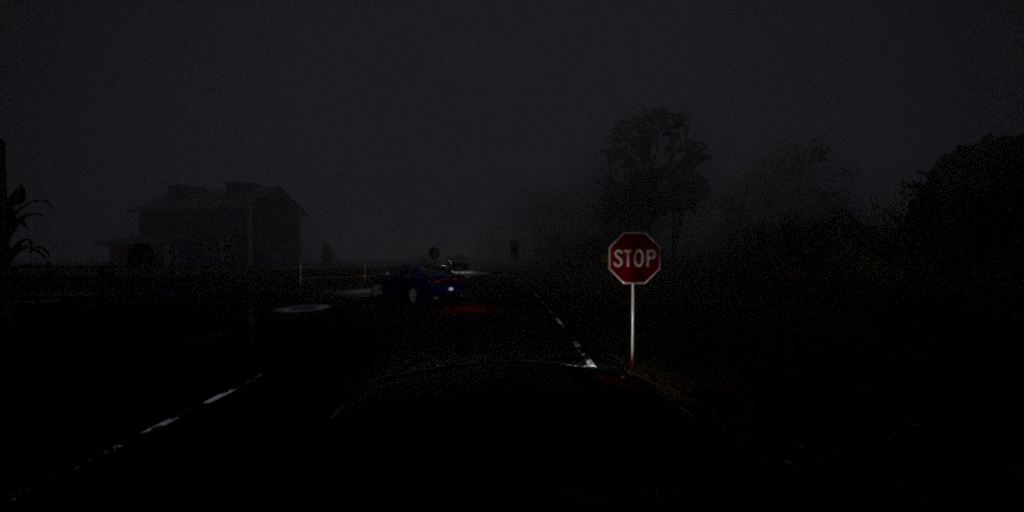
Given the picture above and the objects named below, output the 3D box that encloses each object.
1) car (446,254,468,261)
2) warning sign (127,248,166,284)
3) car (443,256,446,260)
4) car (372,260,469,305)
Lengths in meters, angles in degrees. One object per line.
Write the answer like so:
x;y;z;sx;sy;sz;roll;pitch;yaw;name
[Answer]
-5.891;0.633;39.206;2.097;1.767;4.553;0;1;-10;car
-20.816;0.648;20.555;1.060;1.860;1.300;0;0;2;warning sign
-9.637;0.574;55.969;1.837;1.490;4.892;0;1;-15;car
-4.062;1.065;15.105;5.008;1.535;1.882;1;0;44;car
